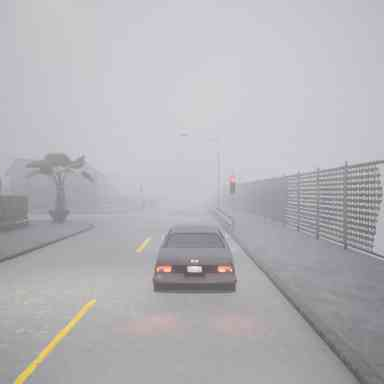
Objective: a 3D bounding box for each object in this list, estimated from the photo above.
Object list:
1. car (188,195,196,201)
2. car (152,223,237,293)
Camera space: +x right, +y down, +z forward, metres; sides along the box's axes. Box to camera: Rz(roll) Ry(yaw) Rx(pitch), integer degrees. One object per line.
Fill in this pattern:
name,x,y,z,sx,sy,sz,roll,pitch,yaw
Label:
car,0.088,1.552,86.622,1.994,1.385,4.181,0,0,0
car,0.072,1.547,8.972,2.033,1.411,5.357,0,0,1
